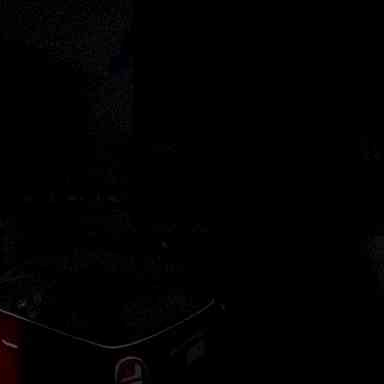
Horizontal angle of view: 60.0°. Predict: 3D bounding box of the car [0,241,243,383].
[{"bbox_3d":[-1.555,1.440,4.053,4.097,1.590,1.967,0,0,35],"label":"car"}]
